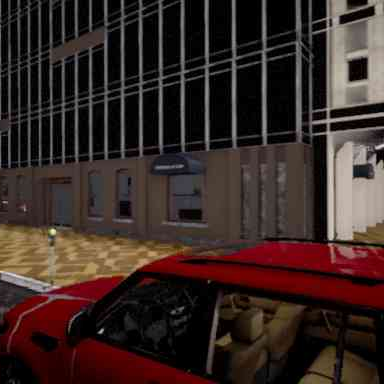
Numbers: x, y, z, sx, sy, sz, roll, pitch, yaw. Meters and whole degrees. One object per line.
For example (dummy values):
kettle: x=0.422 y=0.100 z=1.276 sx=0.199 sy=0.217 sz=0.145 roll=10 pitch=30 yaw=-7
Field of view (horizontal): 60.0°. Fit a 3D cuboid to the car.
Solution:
car: x=0.432 y=1.315 z=2.570 sx=5.009 sy=1.841 sz=2.192 roll=0 pitch=0 yaw=35
